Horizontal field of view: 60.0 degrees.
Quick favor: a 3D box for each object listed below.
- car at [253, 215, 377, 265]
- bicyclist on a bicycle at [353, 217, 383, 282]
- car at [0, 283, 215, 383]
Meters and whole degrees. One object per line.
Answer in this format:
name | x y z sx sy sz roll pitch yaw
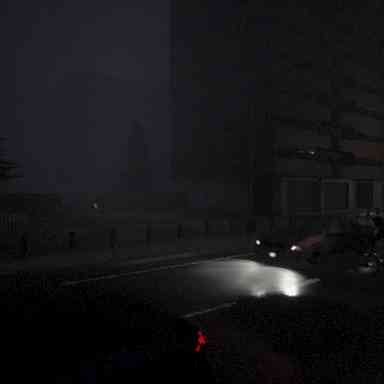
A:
car | 4.606 1.547 11.867 5.357 1.411 2.033 0 0 -37
bicyclist on a bicycle | 4.878 1.454 8.410 0.582 1.620 1.656 0 -2 -37
car | -1.825 1.564 2.640 4.181 1.385 1.994 0 0 -37
